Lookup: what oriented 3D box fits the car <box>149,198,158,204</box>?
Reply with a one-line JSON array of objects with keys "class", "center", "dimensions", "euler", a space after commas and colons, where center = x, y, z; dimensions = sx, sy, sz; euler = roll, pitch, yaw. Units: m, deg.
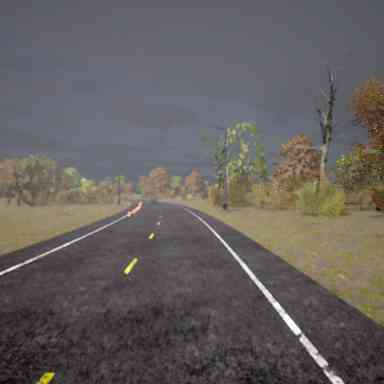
[{"class": "car", "center": [-8.829, 1.990, 76.134], "dimensions": [2.033, 1.411, 5.357], "euler": [0, 0, -10]}]

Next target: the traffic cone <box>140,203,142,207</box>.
[{"class": "traffic cone", "center": [-7.578, 2.193, 47.556], "dimensions": [0.340, 0.580, 0.340], "euler": [0, 0, -6]}]
